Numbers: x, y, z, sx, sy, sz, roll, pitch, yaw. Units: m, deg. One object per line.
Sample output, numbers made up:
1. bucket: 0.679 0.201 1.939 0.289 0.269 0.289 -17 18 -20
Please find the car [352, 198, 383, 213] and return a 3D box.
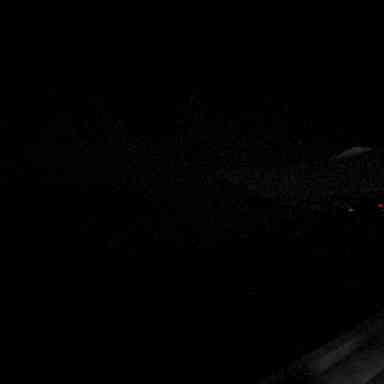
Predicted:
1. car: 17.933 1.300 33.030 2.033 1.411 5.357 -1 0 0
